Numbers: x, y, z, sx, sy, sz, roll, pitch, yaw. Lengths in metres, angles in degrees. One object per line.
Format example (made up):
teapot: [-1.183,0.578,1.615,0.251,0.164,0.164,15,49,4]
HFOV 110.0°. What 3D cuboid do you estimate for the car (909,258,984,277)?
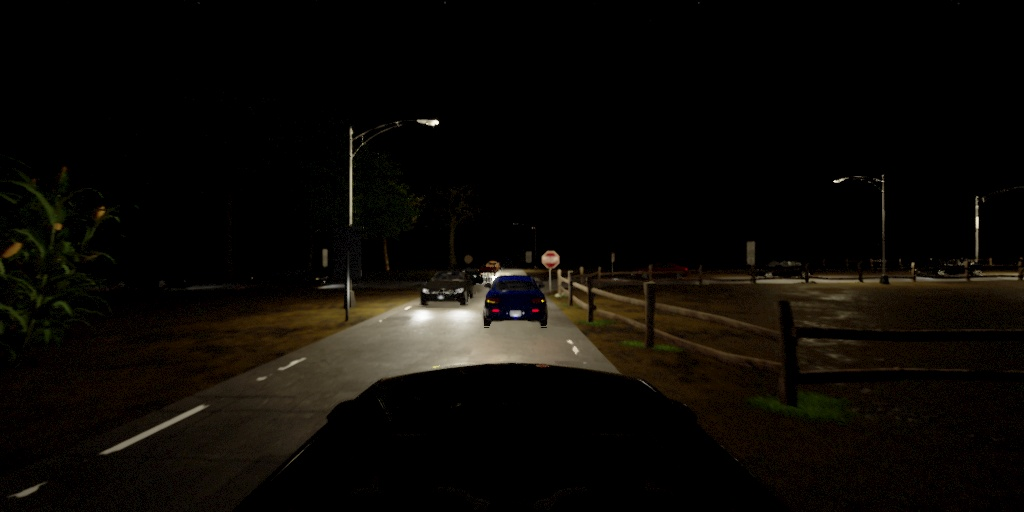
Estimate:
car: [36.920,0.969,30.527,4.892,1.490,1.837,-1,0,1]

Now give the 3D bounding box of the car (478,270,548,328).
car: [0.094,1.332,11.552,1.812,1.442,4.674,0,0,0]

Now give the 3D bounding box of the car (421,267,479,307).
car: [-2.764,1.361,16.249,1.812,1.442,4.674,0,-1,0]

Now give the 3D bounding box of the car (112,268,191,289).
car: [-27.938,1.704,27.896,5.008,1.535,1.882,-1,0,0]

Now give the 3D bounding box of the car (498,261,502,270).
car: [-2.886,1.574,52.763,1.882,1.535,5.008,0,0,0]

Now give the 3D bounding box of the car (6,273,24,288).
car: [-41.140,1.870,27.975,4.902,1.511,2.128,-1,0,1]

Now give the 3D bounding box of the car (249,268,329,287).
car: [-17.253,1.655,27.874,5.357,1.411,2.033,-1,0,0]

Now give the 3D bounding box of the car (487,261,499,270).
car: [-2.845,1.620,43.408,1.895,1.301,4.718,0,0,-1]

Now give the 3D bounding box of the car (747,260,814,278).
car: [22.845,1.109,30.612,5.008,1.535,1.882,-1,0,1]

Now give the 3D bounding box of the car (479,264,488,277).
car: [-4.130,1.494,27.561,1.994,1.385,4.181,1,-2,-44]

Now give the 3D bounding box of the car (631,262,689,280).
car: [12.587,1.277,30.696,4.674,1.442,1.812,-1,0,2]
